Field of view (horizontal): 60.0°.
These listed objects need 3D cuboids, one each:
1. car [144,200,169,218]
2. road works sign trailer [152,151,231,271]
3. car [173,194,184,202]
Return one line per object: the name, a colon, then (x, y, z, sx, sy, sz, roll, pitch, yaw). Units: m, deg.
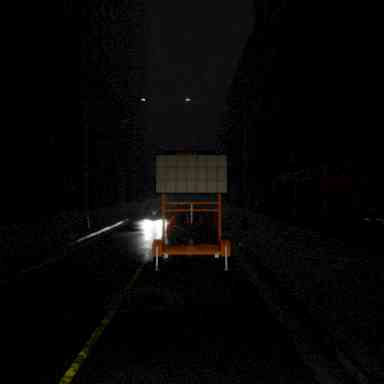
car: (-3.142, 1.510, 29.887, 2.128, 1.511, 4.902, 0, 0, 0)
road works sign trailer: (-0.014, 0.468, 10.927, 2.380, 3.560, 2.880, 0, 0, 0)
car: (-3.110, 1.289, 75.889, 2.150, 2.045, 5.566, 0, 0, 0)
